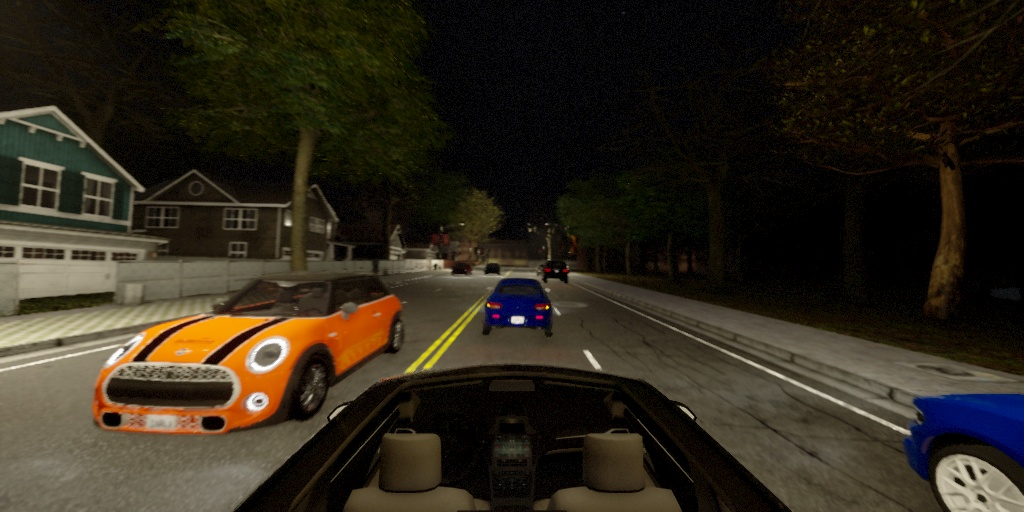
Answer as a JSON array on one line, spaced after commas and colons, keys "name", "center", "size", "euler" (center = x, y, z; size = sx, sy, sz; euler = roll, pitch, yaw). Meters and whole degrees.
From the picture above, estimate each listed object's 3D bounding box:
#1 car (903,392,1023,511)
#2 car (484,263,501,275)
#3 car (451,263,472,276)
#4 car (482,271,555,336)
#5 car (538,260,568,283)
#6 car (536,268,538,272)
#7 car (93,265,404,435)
[{"name": "car", "center": [4.256, 1.329, 0.951], "size": [1.882, 1.535, 5.008], "euler": [1, -1, 1]}, {"name": "car", "center": [-2.476, 1.665, 45.874], "size": [1.882, 1.535, 5.008], "euler": [1, -1, 1]}, {"name": "car", "center": [-5.820, 1.527, 41.787], "size": [1.882, 1.535, 5.008], "euler": [1, -1, 1]}, {"name": "car", "center": [0.187, 1.376, 10.803], "size": [1.812, 1.442, 4.674], "euler": [1, -1, 1]}, {"name": "car", "center": [3.940, 1.425, 33.724], "size": [2.150, 2.045, 5.566], "euler": [1, 0, 1]}, {"name": "car", "center": [4.140, 1.971, 46.827], "size": [1.895, 1.301, 4.718], "euler": [1, -1, 2]}, {"name": "car", "center": [-3.370, 1.058, 5.757], "size": [2.097, 1.767, 4.553], "euler": [1, -1, 1]}]
